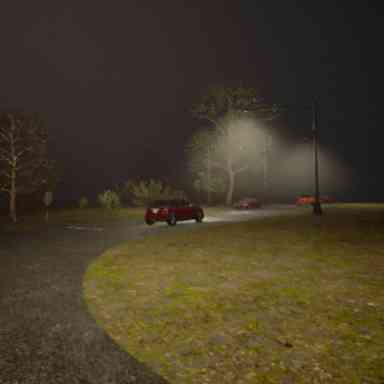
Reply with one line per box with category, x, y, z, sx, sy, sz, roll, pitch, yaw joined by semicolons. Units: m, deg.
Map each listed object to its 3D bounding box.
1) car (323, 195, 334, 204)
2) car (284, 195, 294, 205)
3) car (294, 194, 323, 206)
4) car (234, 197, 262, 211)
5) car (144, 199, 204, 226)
car;22.526;1.293;56.203;1.812;1.442;4.674;-2;-1;35
car;16.311;1.182;53.449;1.837;1.490;4.892;-2;-1;35
car;16.961;1.145;48.185;2.097;1.767;4.553;-2;-1;36
car;6.784;1.404;40.034;1.882;1.535;5.008;-2;-1;35
car;-1.096;1.241;22.562;2.097;1.767;4.553;-2;-1;35
